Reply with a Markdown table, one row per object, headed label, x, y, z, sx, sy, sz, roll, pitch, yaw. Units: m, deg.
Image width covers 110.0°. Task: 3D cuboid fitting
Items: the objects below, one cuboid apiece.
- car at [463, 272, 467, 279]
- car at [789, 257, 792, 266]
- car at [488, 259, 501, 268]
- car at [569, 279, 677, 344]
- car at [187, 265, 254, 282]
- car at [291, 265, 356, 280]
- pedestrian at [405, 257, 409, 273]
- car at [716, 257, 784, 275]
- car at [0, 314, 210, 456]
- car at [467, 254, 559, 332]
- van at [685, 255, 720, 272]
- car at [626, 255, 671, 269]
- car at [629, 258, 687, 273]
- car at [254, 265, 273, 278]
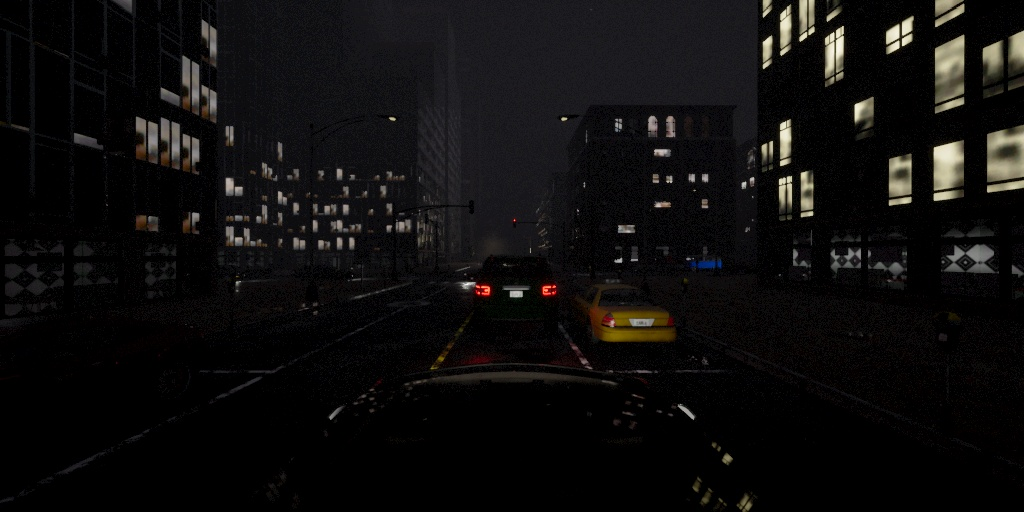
| label | x | y | z | sx | sy | sz | roll | pitch | yaw |
| --- | --- | --- | --- | --- | --- | --- | --- | --- | --- |
| car | -1.888 | 1.312 | 29.599 | 2.033 | 1.411 | 5.357 | 0 | 0 | 26 |
| car | 28.450 | 0.863 | 37.282 | 4.902 | 1.511 | 2.128 | -1 | 0 | 0 |
| car | -2.888 | 1.300 | 60.721 | 2.033 | 1.411 | 5.357 | 0 | 0 | 0 |
| car | 2.558 | 1.275 | 9.384 | 1.751 | 1.417 | 4.829 | 0 | 0 | 0 |
| car | -27.537 | 1.603 | 33.634 | 4.892 | 1.490 | 1.837 | -1 | 0 | -1 |
| car | -17.723 | 1.515 | 33.769 | 5.357 | 1.411 | 2.033 | -1 | 0 | -1 |
| pedestrian | -12.392 | 1.020 | 42.205 | 0.375 | 1.860 | 0.375 | 0 | 1 | -1 |
| car | 21.056 | 1.019 | 31.789 | 4.507 | 1.381 | 1.888 | 0 | 0 | -1 |
| car | -5.317 | 1.332 | 3.647 | 1.802 | 1.307 | 4.207 | 0 | 0 | 0 |
| car | 0.089 | 0.971 | 10.937 | 2.150 | 2.045 | 5.566 | 0 | 0 | 0 |
| van | 20.940 | 0.799 | 39.669 | 3.998 | 1.789 | 1.690 | 0 | 0 | -1 |
| car | 15.284 | 0.844 | 39.603 | 5.009 | 1.841 | 2.192 | 0 | 0 | -1 |
| car | 15.023 | 1.138 | 37.135 | 4.718 | 1.301 | 1.895 | -1 | 0 | -1 |
| car | -28.441 | 1.649 | 39.004 | 4.403 | 1.370 | 2.007 | 0 | 0 | -1 |
